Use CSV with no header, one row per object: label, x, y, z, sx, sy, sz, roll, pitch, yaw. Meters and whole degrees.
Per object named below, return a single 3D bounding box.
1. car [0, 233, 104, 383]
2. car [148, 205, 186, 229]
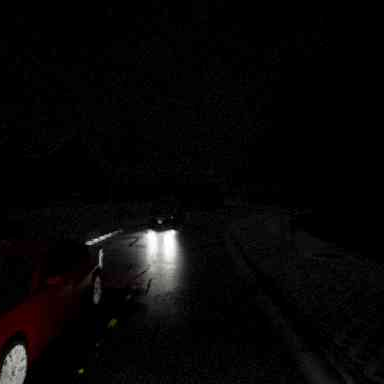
car,-2.809,1.507,5.156,1.882,1.535,5.008,0,0,0
car,-1.624,1.657,23.348,2.128,1.511,4.902,0,-1,9
